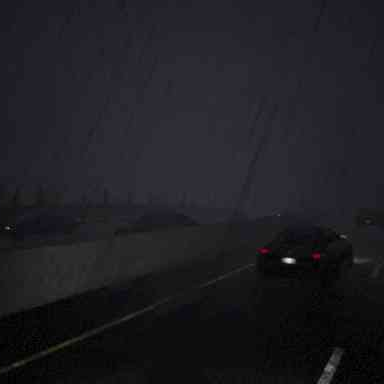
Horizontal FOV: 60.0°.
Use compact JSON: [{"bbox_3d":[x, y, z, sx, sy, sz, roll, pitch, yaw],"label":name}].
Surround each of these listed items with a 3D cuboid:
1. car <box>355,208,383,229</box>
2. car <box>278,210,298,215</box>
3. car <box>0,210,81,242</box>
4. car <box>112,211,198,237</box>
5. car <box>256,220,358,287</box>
[{"bbox_3d":[13.782,2.005,25.550,2.128,1.511,4.902,0,-3,33],"label":"car"},{"bbox_3d":[12.776,3.082,43.298,2.097,1.767,4.553,0,-6,33],"label":"car"},{"bbox_3d":[-8.232,1.720,17.927,1.812,1.442,4.674,0,-1,33],"label":"car"},{"bbox_3d":[-1.524,1.688,15.387,1.837,1.490,4.892,0,-1,33],"label":"car"},{"bbox_3d":[3.500,1.695,9.924,1.994,1.385,4.181,0,-1,33],"label":"car"}]
